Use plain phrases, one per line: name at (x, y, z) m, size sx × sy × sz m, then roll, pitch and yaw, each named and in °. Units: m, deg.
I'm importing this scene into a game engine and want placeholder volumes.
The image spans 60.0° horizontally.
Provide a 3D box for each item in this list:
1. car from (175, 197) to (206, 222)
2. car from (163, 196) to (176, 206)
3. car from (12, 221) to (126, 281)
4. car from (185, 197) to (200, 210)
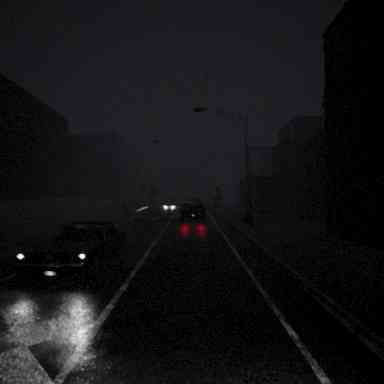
car at (0.075, 1.423, 25.722) m, size 2.128 × 1.511 × 4.902 m, roll 0°, pitch 0°, yaw 0°
car at (-3.577, 1.400, 53.947) m, size 2.128 × 1.511 × 4.902 m, roll 0°, pitch 0°, yaw 0°
car at (-3.320, 1.584, 9.955) m, size 1.895 × 1.301 × 4.718 m, roll 0°, pitch 0°, yaw 0°
car at (0.056, 1.411, 42.841) m, size 1.837 × 1.490 × 4.892 m, roll 0°, pitch 0°, yaw 0°
